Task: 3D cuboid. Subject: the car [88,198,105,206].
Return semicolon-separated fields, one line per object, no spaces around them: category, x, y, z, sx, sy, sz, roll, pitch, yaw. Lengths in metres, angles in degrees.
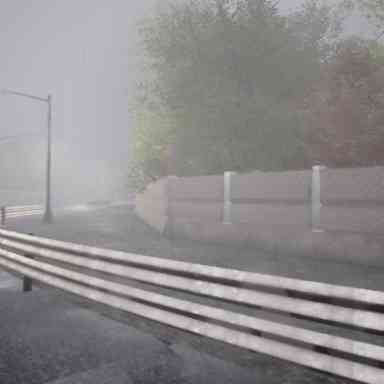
car;-19.595;2.055;66.931;1.837;1.490;4.892;0;-1;-3

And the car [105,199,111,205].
car;-20.060;2.334;76.819;1.837;1.490;4.892;0;-1;-3
